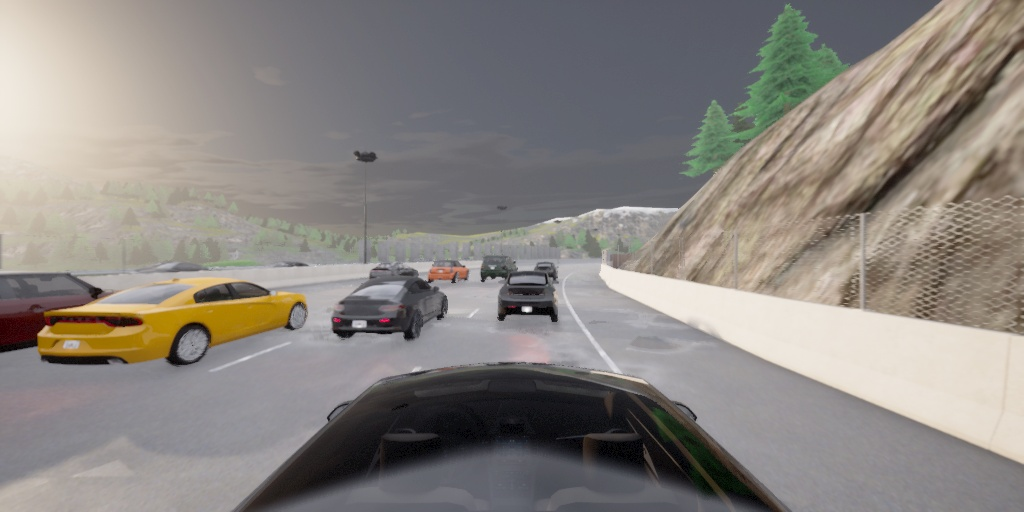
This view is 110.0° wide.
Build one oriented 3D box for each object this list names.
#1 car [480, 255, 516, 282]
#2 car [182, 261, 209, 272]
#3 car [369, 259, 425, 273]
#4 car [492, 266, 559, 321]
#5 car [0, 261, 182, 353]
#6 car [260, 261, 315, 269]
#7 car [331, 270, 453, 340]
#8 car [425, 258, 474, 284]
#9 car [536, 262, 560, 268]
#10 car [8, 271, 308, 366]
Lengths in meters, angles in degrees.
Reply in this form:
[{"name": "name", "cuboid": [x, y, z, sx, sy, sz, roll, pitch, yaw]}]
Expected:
[{"name": "car", "cuboid": [-0.989, 0.979, 28.863, 2.150, 2.045, 5.566, 0, 0, 10]}, {"name": "car", "cuboid": [-26.109, 1.217, 27.786, 1.812, 1.442, 4.674, 0, 0, 8]}, {"name": "car", "cuboid": [-8.479, 1.228, 26.077, 2.128, 1.511, 4.902, 0, 0, 8]}, {"name": "car", "cuboid": [0.584, 1.261, 12.555, 1.837, 1.490, 4.892, 0, 0, 4]}, {"name": "car", "cuboid": [-10.183, 1.077, 7.519, 2.097, 1.767, 4.553, 0, 0, 2]}, {"name": "car", "cuboid": [-18.790, 1.216, 29.440, 1.837, 1.490, 4.892, 0, 0, 9]}, {"name": "car", "cuboid": [-3.104, 1.271, 9.852, 1.812, 1.442, 4.674, 0, 0, 3]}, {"name": "car", "cuboid": [-4.735, 1.099, 27.445, 2.097, 1.767, 4.553, 0, 0, 8]}, {"name": "car", "cuboid": [2.941, 1.274, 30.847, 1.837, 1.490, 4.892, 0, 0, 10]}, {"name": "car", "cuboid": [-6.681, 1.212, 7.987, 1.882, 1.535, 5.008, 0, 0, 2]}]
